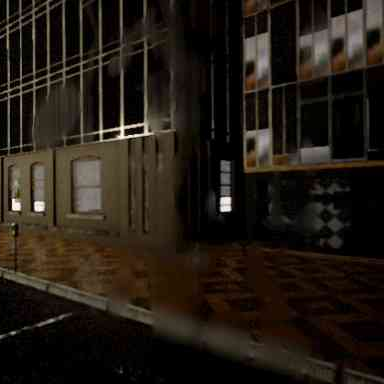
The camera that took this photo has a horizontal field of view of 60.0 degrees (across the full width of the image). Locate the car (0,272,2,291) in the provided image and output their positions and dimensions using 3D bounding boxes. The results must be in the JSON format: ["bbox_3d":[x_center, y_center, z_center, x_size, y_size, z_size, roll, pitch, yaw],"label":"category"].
[{"bbox_3d":[-5.502,1.519,6.826,4.206,1.307,1.802,1,-1,36],"label":"car"}]
